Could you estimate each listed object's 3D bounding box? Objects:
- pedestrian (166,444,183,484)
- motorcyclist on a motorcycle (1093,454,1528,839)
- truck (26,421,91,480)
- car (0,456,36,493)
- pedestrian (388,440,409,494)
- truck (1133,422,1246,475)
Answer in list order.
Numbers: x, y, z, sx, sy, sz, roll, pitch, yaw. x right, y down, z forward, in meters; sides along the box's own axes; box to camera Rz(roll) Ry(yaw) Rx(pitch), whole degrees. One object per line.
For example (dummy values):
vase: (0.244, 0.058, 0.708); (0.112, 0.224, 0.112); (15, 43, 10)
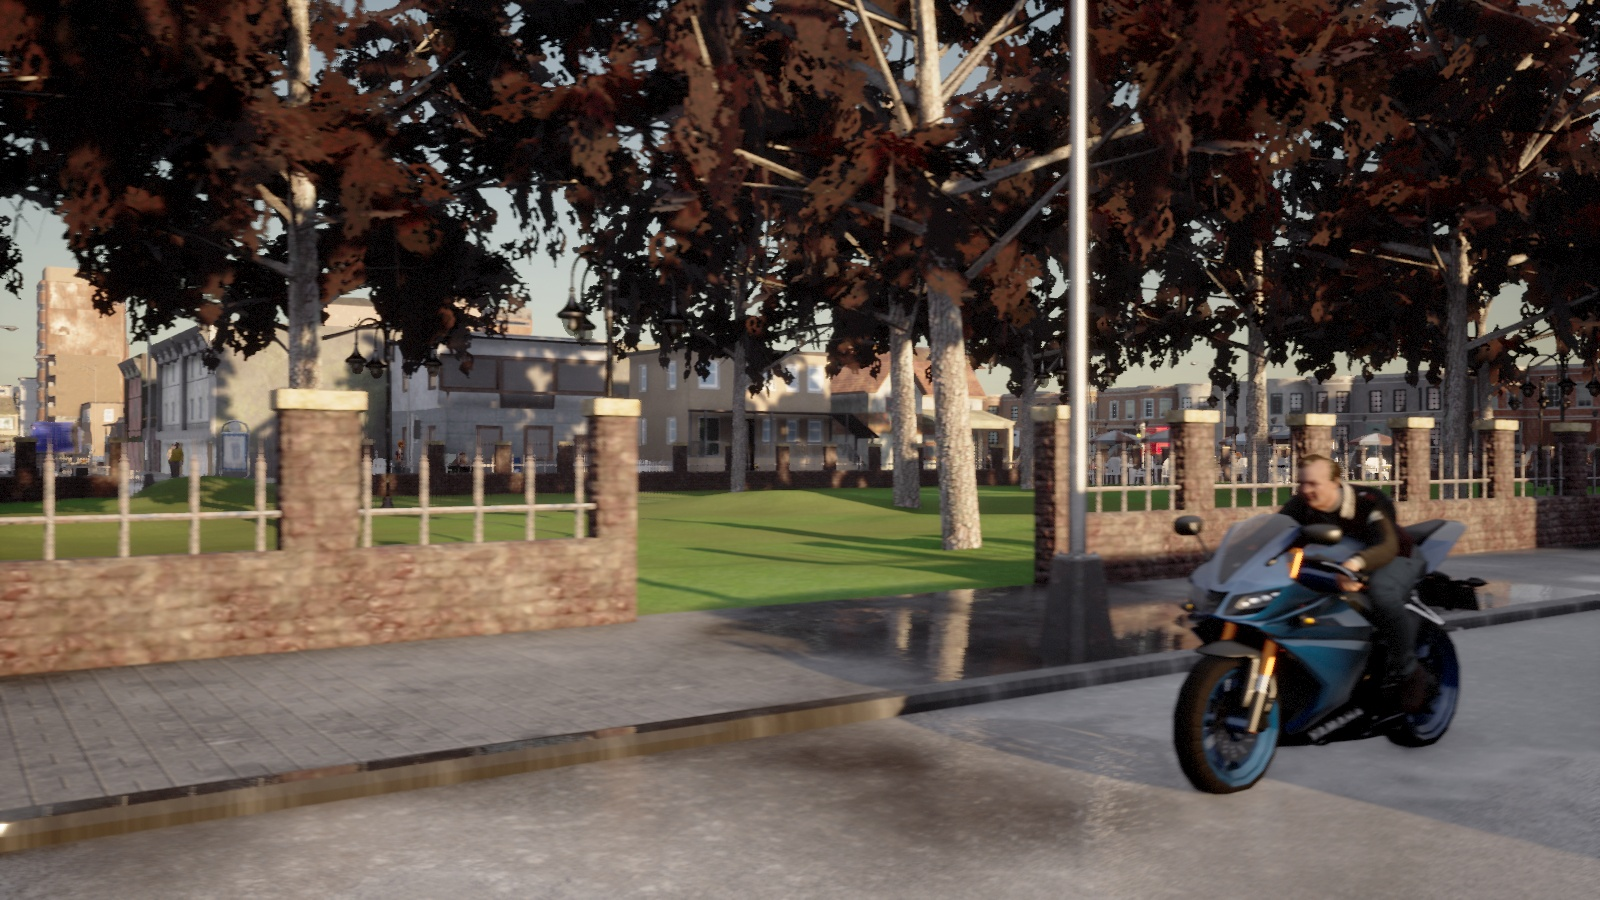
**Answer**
pedestrian: (-28.824, 0.657, 57.911); (0.431, 1.840, 0.709); (0, 0, 0)
motorcyclist on a motorcycle: (2.485, 0.789, 5.997); (2.191, 1.530, 0.866); (0, 0, -35)
truck: (-46.131, 0.052, 77.990); (2.891, 3.462, 7.936); (0, 0, -35)
car: (-32.444, 0.965, 51.290); (1.812, 1.442, 4.674); (0, 0, -35)
pedestrian: (-13.845, 0.590, 43.287); (0.594, 1.836, 0.345); (0, 0, -35)
truck: (26.629, -0.082, 86.212); (2.891, 3.462, 7.936); (0, 0, -24)
